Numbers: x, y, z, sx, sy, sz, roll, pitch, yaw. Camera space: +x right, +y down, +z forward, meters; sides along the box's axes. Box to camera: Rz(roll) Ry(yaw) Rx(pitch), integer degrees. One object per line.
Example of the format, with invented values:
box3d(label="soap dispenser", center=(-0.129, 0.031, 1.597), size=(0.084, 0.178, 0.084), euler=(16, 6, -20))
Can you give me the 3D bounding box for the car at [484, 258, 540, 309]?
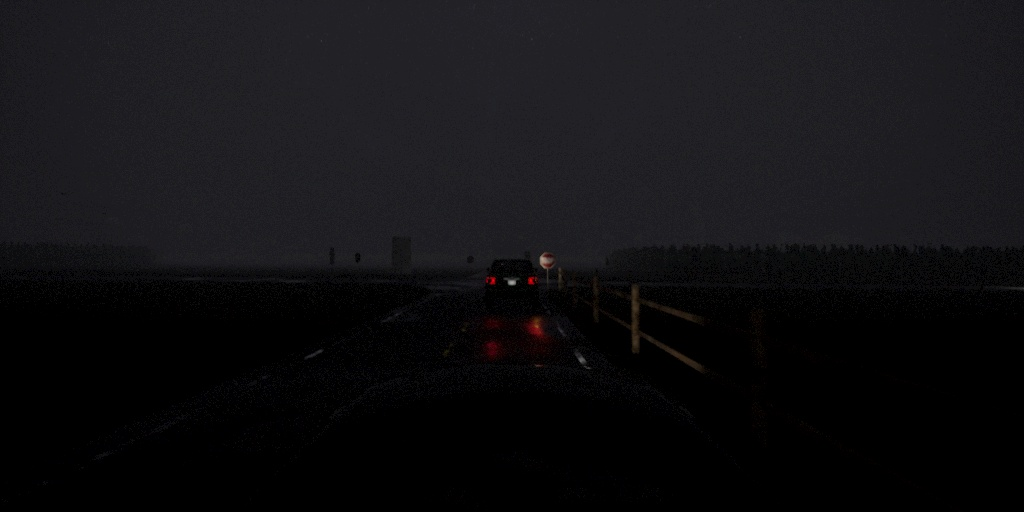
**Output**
box3d(label="car", center=(0.008, 1.094, 15.867), size=(2.150, 2.045, 5.566), euler=(0, 0, 0))
